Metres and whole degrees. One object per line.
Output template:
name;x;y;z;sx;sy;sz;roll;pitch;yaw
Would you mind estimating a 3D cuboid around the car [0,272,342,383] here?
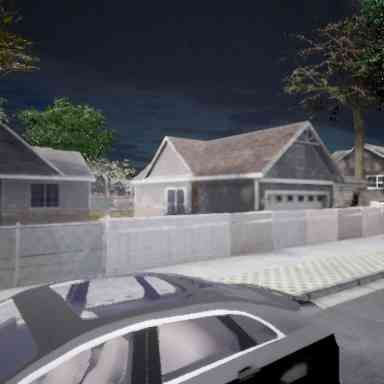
car;-0.876;1.496;2.444;4.902;1.511;2.128;0;0;-35
